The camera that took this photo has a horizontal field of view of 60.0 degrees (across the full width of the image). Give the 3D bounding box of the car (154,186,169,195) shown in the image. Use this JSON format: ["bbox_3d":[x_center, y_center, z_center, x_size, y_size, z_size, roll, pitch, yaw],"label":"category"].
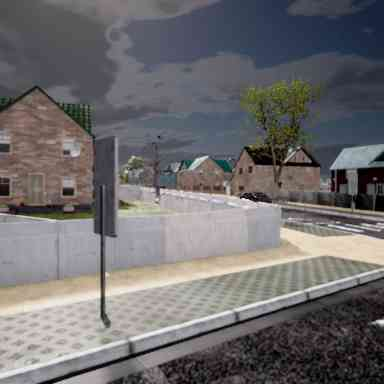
[{"bbox_3d":[-5.376,-0.321,57.510,1.882,1.535,5.008,0,2,-19],"label":"car"}]

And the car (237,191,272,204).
[{"bbox_3d":[6.049,0.660,32.567,1.837,1.490,4.892,2,1,-16],"label":"car"}]
